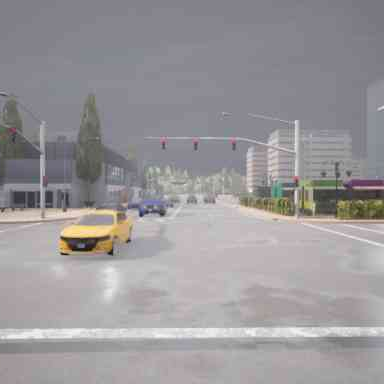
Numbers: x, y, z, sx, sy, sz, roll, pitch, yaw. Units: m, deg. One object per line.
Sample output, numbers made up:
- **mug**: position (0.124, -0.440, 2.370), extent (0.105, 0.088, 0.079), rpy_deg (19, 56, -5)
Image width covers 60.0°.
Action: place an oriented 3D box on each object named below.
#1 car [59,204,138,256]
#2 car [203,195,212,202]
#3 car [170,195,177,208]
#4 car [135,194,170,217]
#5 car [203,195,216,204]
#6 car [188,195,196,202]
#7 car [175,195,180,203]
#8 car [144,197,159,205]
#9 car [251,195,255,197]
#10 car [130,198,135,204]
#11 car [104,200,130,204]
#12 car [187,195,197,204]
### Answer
- **car**: position (-3.604, 1.477, 13.290), extent (1.882, 1.535, 5.008), rpy_deg (0, 0, 0)
- **car**: position (3.482, 1.397, 73.981), extent (1.812, 1.442, 4.674), rpy_deg (0, 0, 0)
- **car**: position (-3.607, 1.563, 47.269), extent (1.994, 1.385, 4.181), rpy_deg (0, 0, 0)
- **car**: position (-3.607, 1.221, 31.378), extent (2.150, 2.045, 5.566), rpy_deg (0, 0, 0)
- **car**: position (3.484, 1.491, 63.706), extent (2.128, 1.511, 4.902), rpy_deg (0, 0, 0)
- **car**: position (-0.018, 1.372, 73.979), extent (1.837, 1.490, 4.892), rpy_deg (0, 0, 0)
- **car**: position (-3.530, 1.351, 66.823), extent (2.097, 1.767, 4.553), rpy_deg (0, 0, 0)
- **car**: position (-7.090, 1.547, 58.474), extent (2.033, 1.411, 5.357), rpy_deg (0, 0, 0)
- **car**: position (17.748, 1.153, 86.877), extent (4.605, 1.855, 1.932), rpy_deg (0, 0, -2)
- **car**: position (-7.109, 1.477, 43.373), extent (1.882, 1.535, 5.008), rpy_deg (0, 0, 0)
- **car**: position (-7.106, 1.564, 29.279), extent (1.994, 1.385, 4.181), rpy_deg (0, 0, 0)
- **car**: position (-0.016, 1.491, 63.705), extent (2.128, 1.511, 4.902), rpy_deg (0, 0, 0)
